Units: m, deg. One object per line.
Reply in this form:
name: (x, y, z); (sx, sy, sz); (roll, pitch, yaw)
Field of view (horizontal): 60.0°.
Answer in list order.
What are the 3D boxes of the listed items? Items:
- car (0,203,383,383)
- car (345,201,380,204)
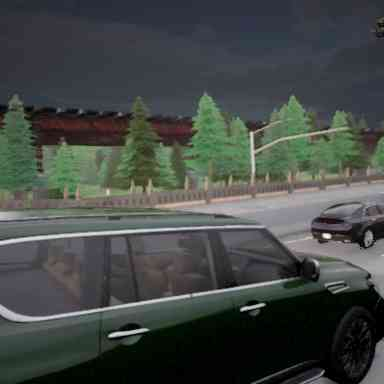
car: (-0.153, 1.197, 3.654); (5.566, 2.045, 2.150); (1, 0, -34)
car: (6.555, 1.120, 12.768); (4.892, 1.490, 1.837); (-4, 2, -36)
